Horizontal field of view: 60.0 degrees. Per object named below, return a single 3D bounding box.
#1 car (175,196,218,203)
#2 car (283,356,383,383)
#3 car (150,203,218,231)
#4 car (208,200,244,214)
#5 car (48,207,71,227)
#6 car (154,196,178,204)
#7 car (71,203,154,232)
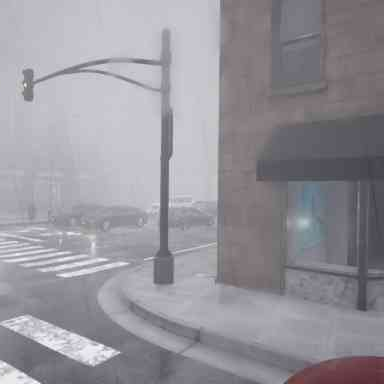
[{"bbox_3d":[0.943,1.550,29.810,2.097,1.767,4.553,1,0,36],"label":"car"},{"bbox_3d":[2.434,1.545,1.217,4.507,1.381,1.887,0,1,35],"label":"car"},{"bbox_3d":[-0.322,1.713,22.079,1.812,1.442,4.674,1,0,36],"label":"car"},{"bbox_3d":[4.221,1.731,39.995,2.128,1.511,4.902,1,0,36],"label":"car"},{"bbox_3d":[-7.612,1.568,23.409,1.837,1.490,4.892,1,0,35],"label":"car"},{"bbox_3d":[-1.751,1.372,31.636,2.150,2.045,5.566,1,0,35],"label":"car"},{"bbox_3d":[-4.961,1.615,21.529,1.837,1.490,4.892,1,0,35],"label":"car"}]
